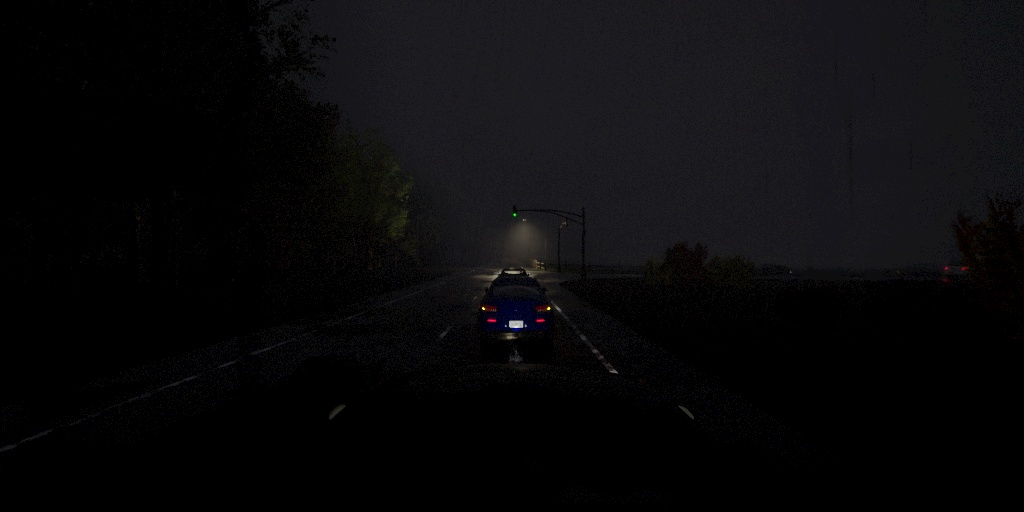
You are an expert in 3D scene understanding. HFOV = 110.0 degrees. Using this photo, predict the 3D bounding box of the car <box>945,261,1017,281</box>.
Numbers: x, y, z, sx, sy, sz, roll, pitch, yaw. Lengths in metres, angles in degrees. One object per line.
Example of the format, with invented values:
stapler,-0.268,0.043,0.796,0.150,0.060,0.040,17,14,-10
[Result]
car,48.533,1.500,37.181,5.566,2.045,2.150,1,-1,0

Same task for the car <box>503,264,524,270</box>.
car,0.092,1.319,18.830,1.994,1.385,4.181,0,0,0

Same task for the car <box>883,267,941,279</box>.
car,45.361,1.905,40.756,4.718,1.301,1.895,1,-1,1

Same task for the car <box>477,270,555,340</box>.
car,0.096,1.278,9.895,1.812,1.442,4.674,0,0,0

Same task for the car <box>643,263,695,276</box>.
car,17.855,1.551,40.920,5.357,1.411,2.033,1,-1,1

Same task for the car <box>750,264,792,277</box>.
car,29.000,1.618,40.853,4.902,1.511,2.128,1,-1,0
